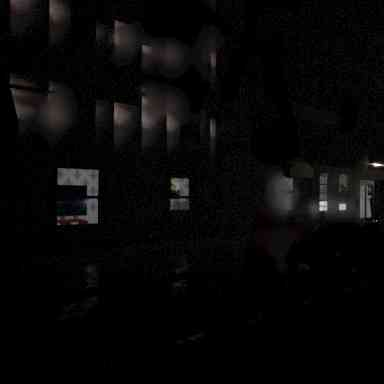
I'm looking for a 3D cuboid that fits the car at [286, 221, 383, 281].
[{"bbox_3d":[4.689,1.567,9.896,4.313,1.339,1.947,0,0,-35],"label":"car"}]
